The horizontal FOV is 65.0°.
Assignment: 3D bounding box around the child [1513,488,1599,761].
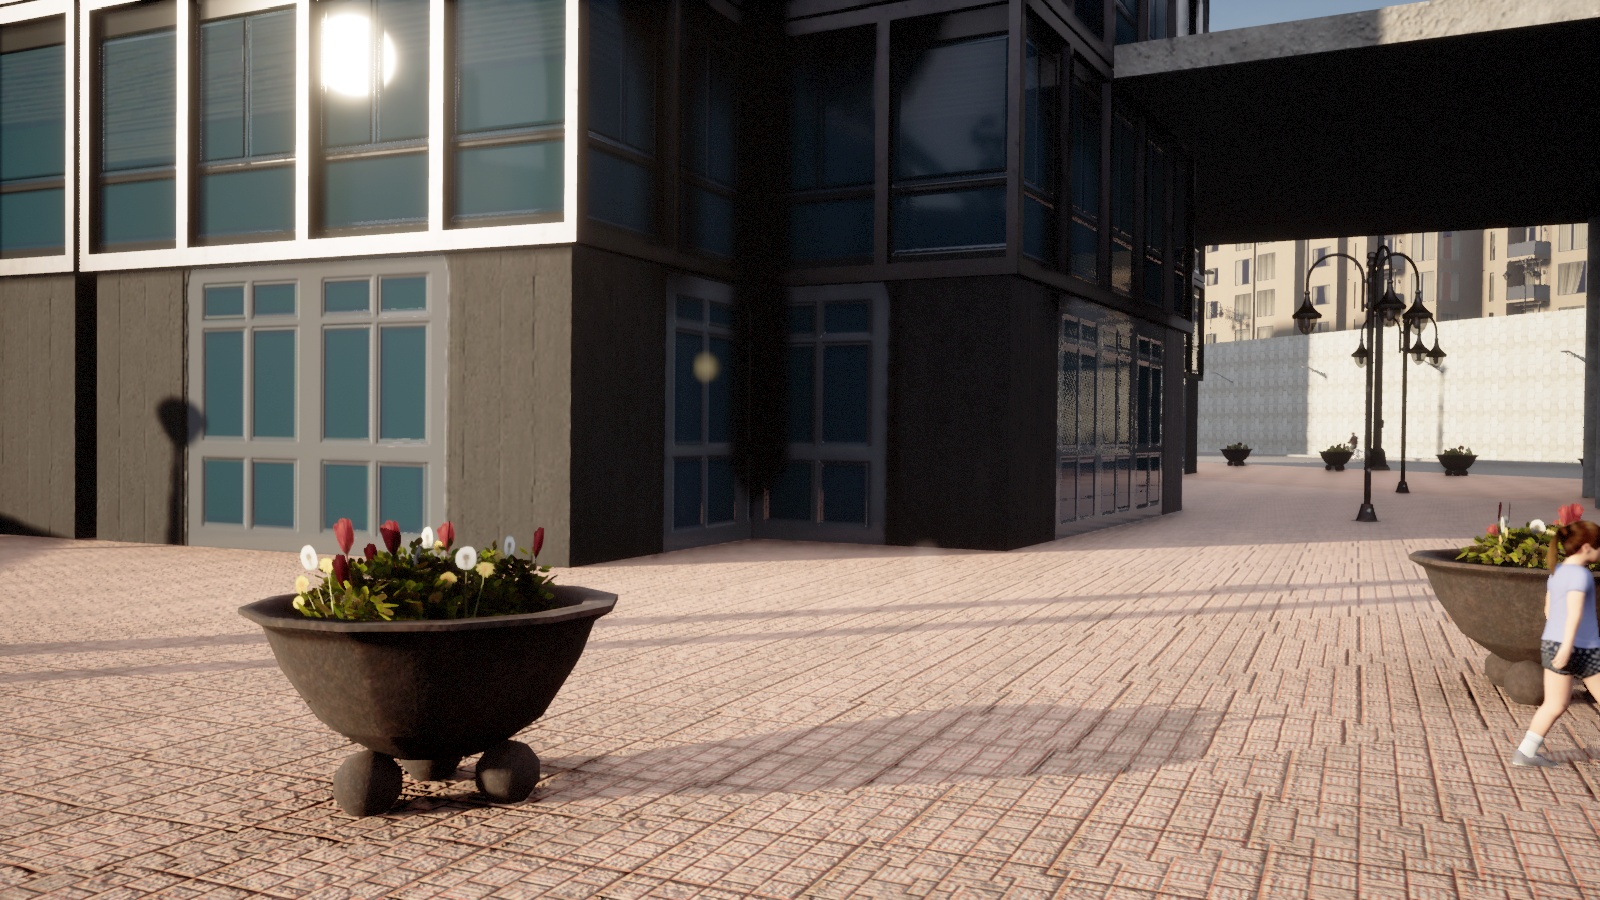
[{"bbox_3d":[3.273,0.722,5.287,0.394,1.110,0.255,-1,1,2],"label":"child"}]
